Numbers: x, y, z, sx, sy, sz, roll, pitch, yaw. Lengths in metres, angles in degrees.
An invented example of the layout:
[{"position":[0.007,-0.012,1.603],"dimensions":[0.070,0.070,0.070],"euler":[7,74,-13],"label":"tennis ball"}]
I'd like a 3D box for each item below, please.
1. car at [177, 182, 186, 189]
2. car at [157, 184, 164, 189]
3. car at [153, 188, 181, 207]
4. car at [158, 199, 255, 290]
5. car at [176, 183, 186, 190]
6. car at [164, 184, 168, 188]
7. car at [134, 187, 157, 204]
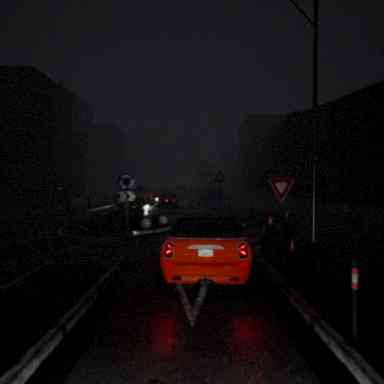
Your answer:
[{"position":[-2.472,-1.545,80.079],"dimensions":[1.882,1.535,5.008],"euler":[0,2,0],"label":"car"},{"position":[-5.443,0.004,47.450],"dimensions":[1.812,1.442,4.674],"euler":[0,3,0],"label":"car"},{"position":[-2.271,0.699,32.258],"dimensions":[2.033,1.411,5.357],"euler":[0,2,0],"label":"car"},{"position":[0.423,1.250,9.079],"dimensions":[2.097,1.767,4.553],"euler":[0,1,4],"label":"car"},{"position":[-2.435,-1.125,70.003],"dimensions":[1.837,1.490,4.892],"euler":[0,2,0],"label":"car"},{"position":[-5.425,-0.770,62.193],"dimensions":[1.812,1.442,4.674],"euler":[0,3,0],"label":"car"},{"position":[-5.445,0.338,36.356],"dimensions":[2.097,1.767,4.553],"euler":[0,2,1],"label":"car"}]
